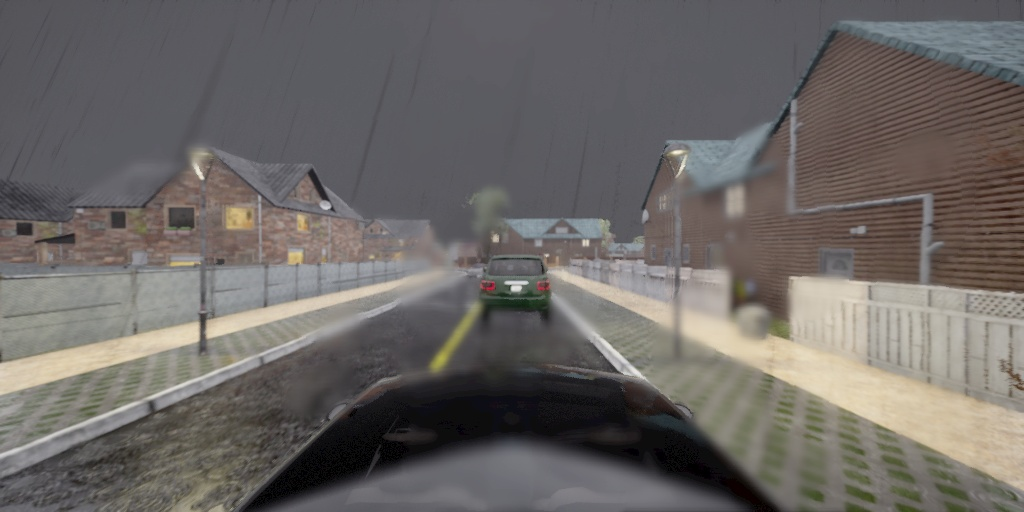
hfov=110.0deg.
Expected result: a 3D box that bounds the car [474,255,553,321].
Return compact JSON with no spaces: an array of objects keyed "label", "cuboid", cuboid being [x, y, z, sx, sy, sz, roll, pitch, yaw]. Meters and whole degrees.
[{"label":"car","cuboid":[0.132,0.967,12.475,2.150,2.045,5.566,0,0,0]}]

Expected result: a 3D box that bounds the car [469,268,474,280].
[{"label":"car","cuboid":[-2.654,1.352,31.624,1.895,1.301,4.718,0,0,0]}]
